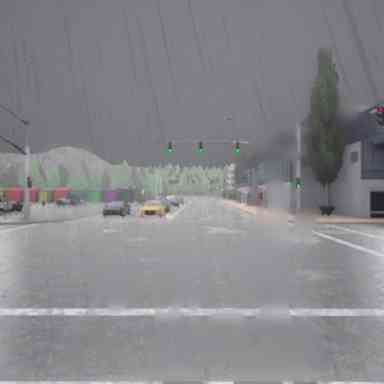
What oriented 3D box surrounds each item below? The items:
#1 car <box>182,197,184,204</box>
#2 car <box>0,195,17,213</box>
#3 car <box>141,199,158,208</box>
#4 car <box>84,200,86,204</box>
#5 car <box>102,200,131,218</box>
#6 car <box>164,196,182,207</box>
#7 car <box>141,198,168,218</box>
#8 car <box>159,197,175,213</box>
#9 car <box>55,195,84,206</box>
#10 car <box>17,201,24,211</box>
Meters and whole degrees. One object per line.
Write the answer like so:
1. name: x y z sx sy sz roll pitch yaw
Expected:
1. car: -2.602 1.748 68.461 2.128 1.511 4.902 0 0 2
2. car: -21.361 1.283 34.694 4.605 1.855 1.932 0 0 0
3. car: -6.664 1.759 52.432 1.994 1.385 4.181 0 0 2
4. car: -21.245 1.620 60.106 3.806 1.475 1.970 0 0 0
5. car: -7.156 1.597 31.977 1.882 1.535 5.008 0 0 1
6. car: -3.106 1.680 54.286 1.882 1.535 5.008 0 0 2
7. car: -3.670 1.596 31.777 1.882 1.535 5.008 0 0 1
8. car: -3.442 1.650 38.967 1.837 1.490 4.892 0 0 1
9. car: -21.266 1.370 57.212 3.866 1.878 1.905 0 0 0
10. car: -21.297 1.297 37.588 3.866 1.878 1.905 0 0 0
